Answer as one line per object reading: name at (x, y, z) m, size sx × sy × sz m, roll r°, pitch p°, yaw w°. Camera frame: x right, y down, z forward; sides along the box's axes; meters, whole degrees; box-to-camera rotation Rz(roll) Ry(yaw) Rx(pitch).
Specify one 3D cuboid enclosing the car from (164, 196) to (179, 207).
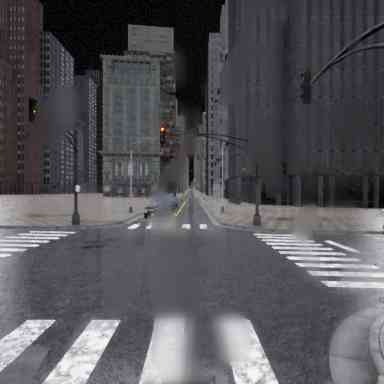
car at (-3.099, 1.475, 50.764) m, size 1.882 × 1.535 × 5.008 m, roll 0°, pitch 0°, yaw 0°

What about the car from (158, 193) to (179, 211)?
car at (-3.107, 1.219, 40.297) m, size 2.150 × 2.045 × 5.566 m, roll 0°, pitch 0°, yaw 0°

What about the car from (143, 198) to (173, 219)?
car at (-3.107, 1.546, 29.850) m, size 2.033 × 1.411 × 5.357 m, roll 0°, pitch 0°, yaw 0°
